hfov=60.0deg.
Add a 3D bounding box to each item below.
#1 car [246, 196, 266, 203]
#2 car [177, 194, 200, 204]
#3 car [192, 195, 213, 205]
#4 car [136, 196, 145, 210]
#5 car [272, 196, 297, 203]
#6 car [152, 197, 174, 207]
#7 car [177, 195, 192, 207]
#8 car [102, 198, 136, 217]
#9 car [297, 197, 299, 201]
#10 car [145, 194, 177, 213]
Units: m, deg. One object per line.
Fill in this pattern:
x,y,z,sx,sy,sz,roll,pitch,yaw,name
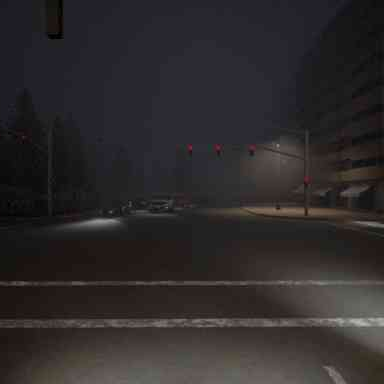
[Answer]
13.142,1.478,68.108,5.008,1.535,1.882,0,0,-41,car
-0.566,1.352,62.191,2.097,1.767,4.553,0,0,32,car
2.068,1.492,59.861,2.128,1.511,4.902,0,0,30,car
-6.531,1.351,42.622,2.097,1.767,4.553,0,0,6,car
18.339,1.478,67.237,5.008,1.535,1.882,0,0,-36,car
-4.624,1.526,53.067,1.812,1.442,4.674,0,0,18,car
-1.938,1.351,49.877,2.097,1.767,4.553,0,0,16,car
-6.997,1.492,31.277,2.128,1.511,4.902,0,0,1,car
21.938,1.525,73.634,4.902,1.511,2.128,0,0,-22,car
-3.407,1.223,37.711,2.150,2.045,5.566,0,0,3,car
